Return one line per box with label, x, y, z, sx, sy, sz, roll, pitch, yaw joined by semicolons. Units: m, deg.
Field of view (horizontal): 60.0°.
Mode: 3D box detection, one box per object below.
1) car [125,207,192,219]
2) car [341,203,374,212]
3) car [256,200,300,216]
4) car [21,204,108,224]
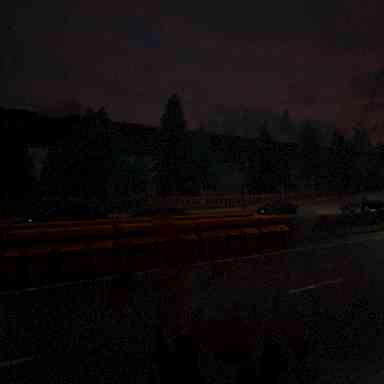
car;-1.940;1.564;19.566;4.181;1.385;1.994;0;0;-34
car;13.431;1.051;25.690;4.718;1.301;1.895;-2;1;-34
car;7.872;1.462;30.393;4.181;1.385;1.994;-2;1;-34
car;-7.536;1.504;20.012;4.892;1.490;1.837;0;0;-34
